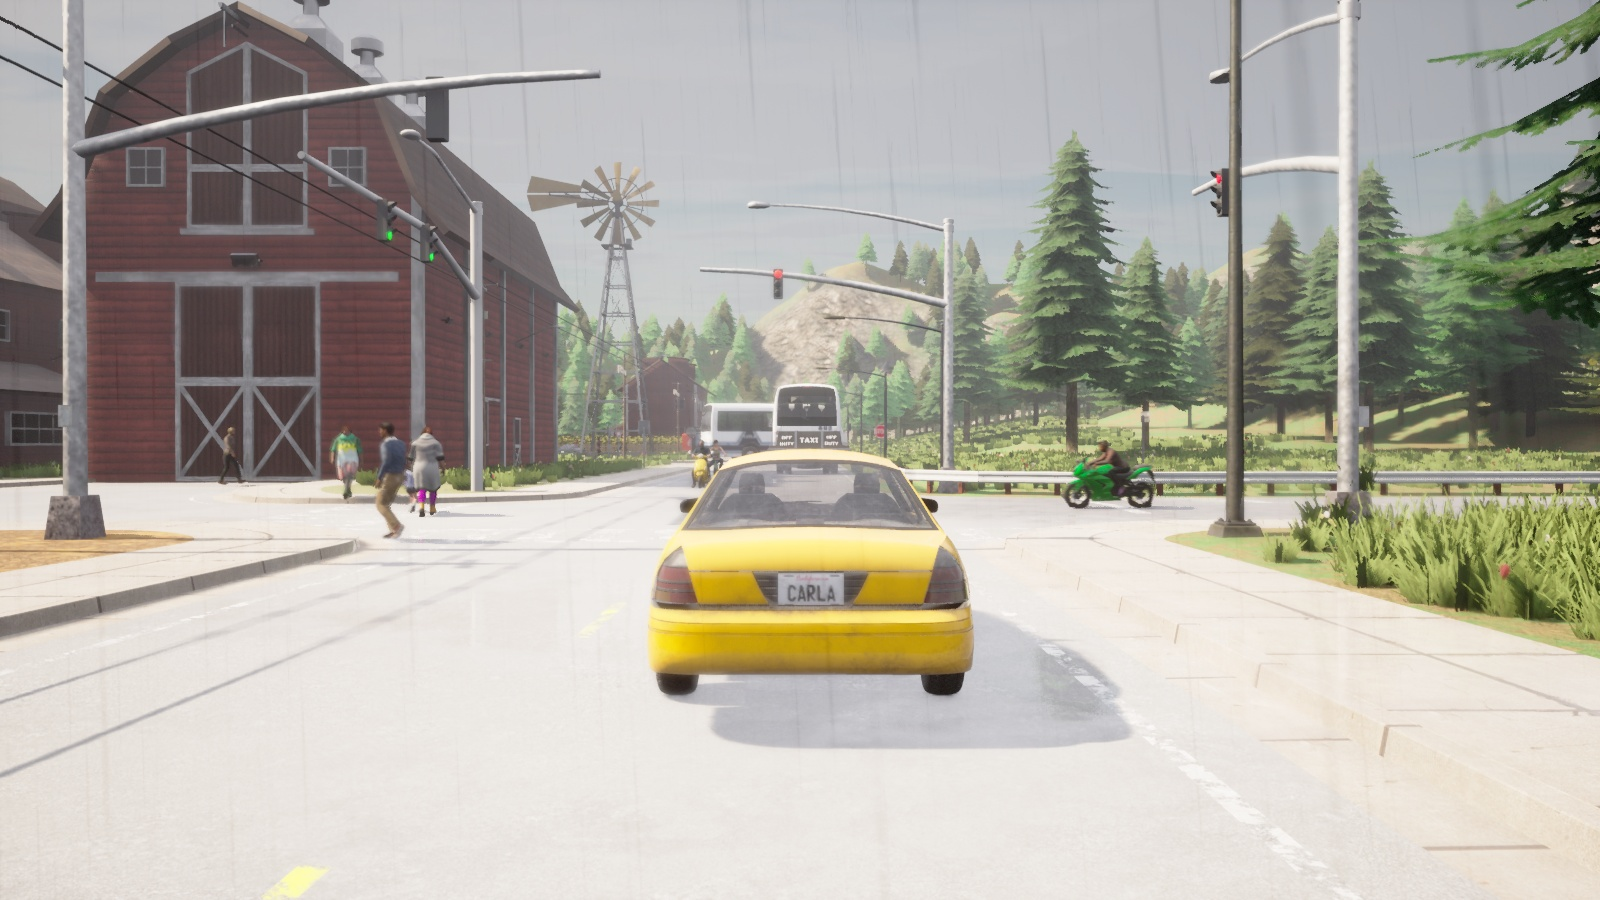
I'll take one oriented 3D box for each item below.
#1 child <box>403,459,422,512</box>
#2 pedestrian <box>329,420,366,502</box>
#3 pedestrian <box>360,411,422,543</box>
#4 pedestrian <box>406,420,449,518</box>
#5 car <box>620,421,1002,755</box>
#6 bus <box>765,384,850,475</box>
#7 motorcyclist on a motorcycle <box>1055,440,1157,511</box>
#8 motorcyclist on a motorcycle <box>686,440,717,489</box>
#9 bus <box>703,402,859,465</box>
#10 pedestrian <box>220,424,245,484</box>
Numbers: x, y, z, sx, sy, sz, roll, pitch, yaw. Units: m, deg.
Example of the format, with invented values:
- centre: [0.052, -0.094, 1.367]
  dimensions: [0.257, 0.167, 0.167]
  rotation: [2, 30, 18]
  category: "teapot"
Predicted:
- centre: [-8.181, 0.745, 26.539]
  dimensions: [0.255, 1.110, 0.394]
  rotation: [0, 0, 3]
  category: "child"
- centre: [-10.847, 0.257, 30.100]
  dimensions: [0.659, 1.952, 0.873]
  rotation: [0, 0, -8]
  category: "pedestrian"
- centre: [-6.137, 0.403, 18.856]
  dimensions: [0.788, 1.949, 0.423]
  rotation: [0, 0, 13]
  category: "pedestrian"
- centre: [-7.520, 0.372, 25.393]
  dimensions: [0.659, 1.952, 0.873]
  rotation: [0, 0, -4]
  category: "pedestrian"
- centre: [0.063, 0.637, 8.603]
  dimensions: [1.801, 1.575, 5.366]
  rotation: [0, 0, 0]
  category: "car"
- centre: [0.361, -0.989, 63.582]
  dimensions: [3.944, 4.253, 10.273]
  rotation: [0, 0, 0]
  category: "bus"
- centre: [6.723, 0.551, 27.657]
  dimensions: [2.044, 1.523, 0.797]
  rotation: [0, 0, -1]
  category: "motorcyclist on a motorcycle"
- centre: [-3.259, 0.462, 41.690]
  dimensions: [0.866, 1.590, 1.817]
  rotation: [0, 0, 0]
  category: "motorcyclist on a motorcycle"
- centre: [-1.367, -1.128, 88.728]
  dimensions: [10.273, 4.253, 3.944]
  rotation: [0, 0, -18]
  category: "bus"
- centre: [-17.674, 0.127, 39.112]
  dimensions: [0.634, 1.846, 0.331]
  rotation: [0, 0, 0]
  category: "pedestrian"
